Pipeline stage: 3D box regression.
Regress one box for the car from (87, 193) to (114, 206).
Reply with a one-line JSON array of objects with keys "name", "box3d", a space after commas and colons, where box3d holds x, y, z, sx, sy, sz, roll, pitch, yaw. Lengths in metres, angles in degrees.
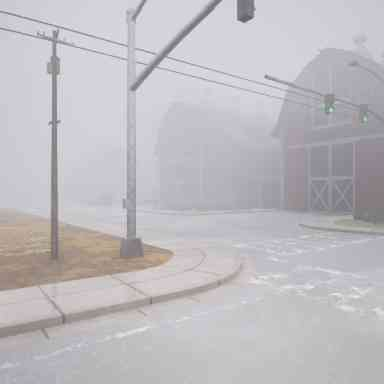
[{"name": "car", "box3d": [-13.846, 1.118, 50.577, 3.866, 1.878, 1.905, -2, 5, 11]}]
